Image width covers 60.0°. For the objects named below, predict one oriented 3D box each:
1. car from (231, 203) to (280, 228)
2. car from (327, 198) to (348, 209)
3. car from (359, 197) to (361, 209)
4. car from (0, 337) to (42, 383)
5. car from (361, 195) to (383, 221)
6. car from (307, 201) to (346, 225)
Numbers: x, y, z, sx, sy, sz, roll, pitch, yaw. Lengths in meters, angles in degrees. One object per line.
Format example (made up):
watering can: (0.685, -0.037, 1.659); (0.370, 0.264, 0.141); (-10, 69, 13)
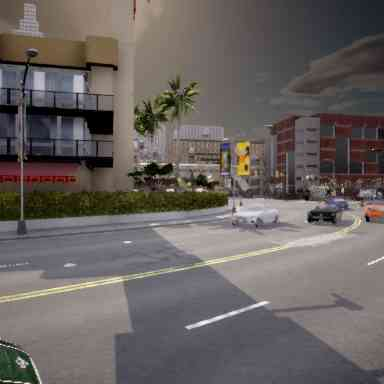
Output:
car: (4.423, 1.512, 22.606); (1.812, 1.442, 4.674); (0, 0, 37)
car: (18.865, 1.505, 43.726); (1.812, 1.442, 4.674); (0, 0, 2)
car: (22.234, 1.584, 40.648); (1.895, 1.301, 4.718); (0, 0, 5)
car: (-2.987, 1.349, 1.383); (4.553, 1.767, 2.097); (0, 0, -34)
car: (15.088, 1.341, 26.845); (2.097, 1.767, 4.553); (0, 0, 25)
car: (9.696, 1.589, 24.101); (1.895, 1.301, 4.718); (0, 0, 30)
